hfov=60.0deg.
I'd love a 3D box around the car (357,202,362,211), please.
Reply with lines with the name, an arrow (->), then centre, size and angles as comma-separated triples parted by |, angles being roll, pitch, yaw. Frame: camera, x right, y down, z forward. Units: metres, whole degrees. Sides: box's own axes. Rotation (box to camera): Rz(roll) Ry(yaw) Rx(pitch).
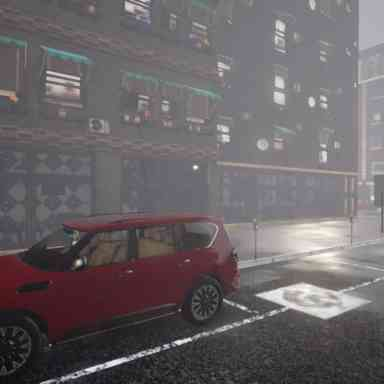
car -> 13.284, 1.214, 32.450 | 2.192, 1.841, 5.009 | 1, 0, -36

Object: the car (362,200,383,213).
car -> 20.081, 1.538, 37.346 | 1.887, 1.381, 4.507 | 1, 0, -36

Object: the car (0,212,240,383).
car -> -1.414, 1.316, 5.549 | 5.009, 1.841, 2.192 | 0, 1, -36
